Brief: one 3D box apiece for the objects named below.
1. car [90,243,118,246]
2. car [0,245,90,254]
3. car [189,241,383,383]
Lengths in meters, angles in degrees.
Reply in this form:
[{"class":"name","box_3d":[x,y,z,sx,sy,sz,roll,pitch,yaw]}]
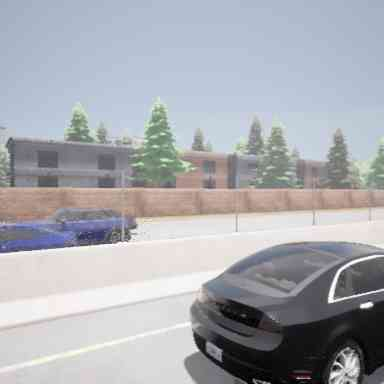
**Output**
[{"class":"car","box_3d":[-4.821,1.361,13.128,4.553,1.767,2.097,0,0,-32]},{"class":"car","box_3d":[-5.338,1.533,8.664,4.674,1.442,1.812,0,0,-32]},{"class":"car","box_3d":[2.286,1.507,4.960,4.892,1.490,1.837,0,0,-32]}]
